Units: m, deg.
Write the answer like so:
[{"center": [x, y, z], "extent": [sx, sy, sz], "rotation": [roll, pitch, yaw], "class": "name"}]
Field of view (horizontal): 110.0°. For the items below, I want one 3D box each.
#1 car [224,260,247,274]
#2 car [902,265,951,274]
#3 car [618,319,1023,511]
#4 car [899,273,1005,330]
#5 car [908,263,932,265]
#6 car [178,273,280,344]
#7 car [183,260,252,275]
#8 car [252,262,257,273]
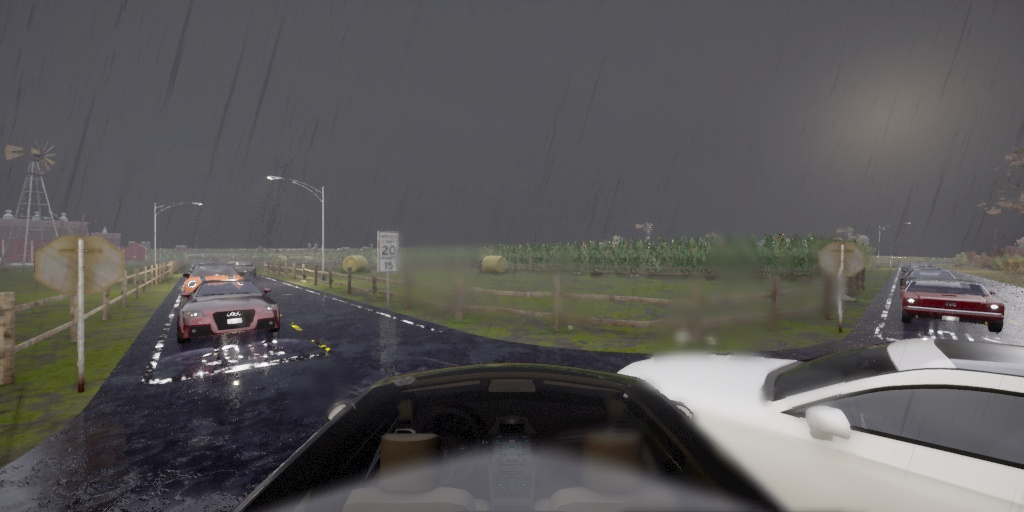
[{"center": [-33.423, 1.284, 43.279], "extent": [1.837, 1.490, 4.892], "rotation": [0, 0, -41], "class": "car"}, {"center": [20.710, 1.350, 17.792], "extent": [5.357, 1.411, 2.033], "rotation": [0, 1, -42], "class": "car"}, {"center": [2.851, 1.293, 2.283], "extent": [1.812, 1.442, 4.674], "rotation": [0, 1, -44], "class": "car"}, {"center": [13.589, 1.390, 11.275], "extent": [4.718, 1.301, 1.895], "rotation": [0, 1, -43], "class": "car"}, {"center": [27.505, 1.384, 24.002], "extent": [4.181, 1.385, 1.994], "rotation": [0, 1, -42], "class": "car"}, {"center": [-7.878, 1.351, 9.941], "extent": [1.994, 1.385, 4.181], "rotation": [0, 0, -42], "class": "car"}, {"center": [-13.612, 1.133, 16.462], "extent": [2.097, 1.767, 4.553], "rotation": [0, 0, -41], "class": "car"}, {"center": [-26.750, 1.266, 35.777], "extent": [2.128, 1.511, 4.902], "rotation": [0, 0, -41], "class": "car"}]
